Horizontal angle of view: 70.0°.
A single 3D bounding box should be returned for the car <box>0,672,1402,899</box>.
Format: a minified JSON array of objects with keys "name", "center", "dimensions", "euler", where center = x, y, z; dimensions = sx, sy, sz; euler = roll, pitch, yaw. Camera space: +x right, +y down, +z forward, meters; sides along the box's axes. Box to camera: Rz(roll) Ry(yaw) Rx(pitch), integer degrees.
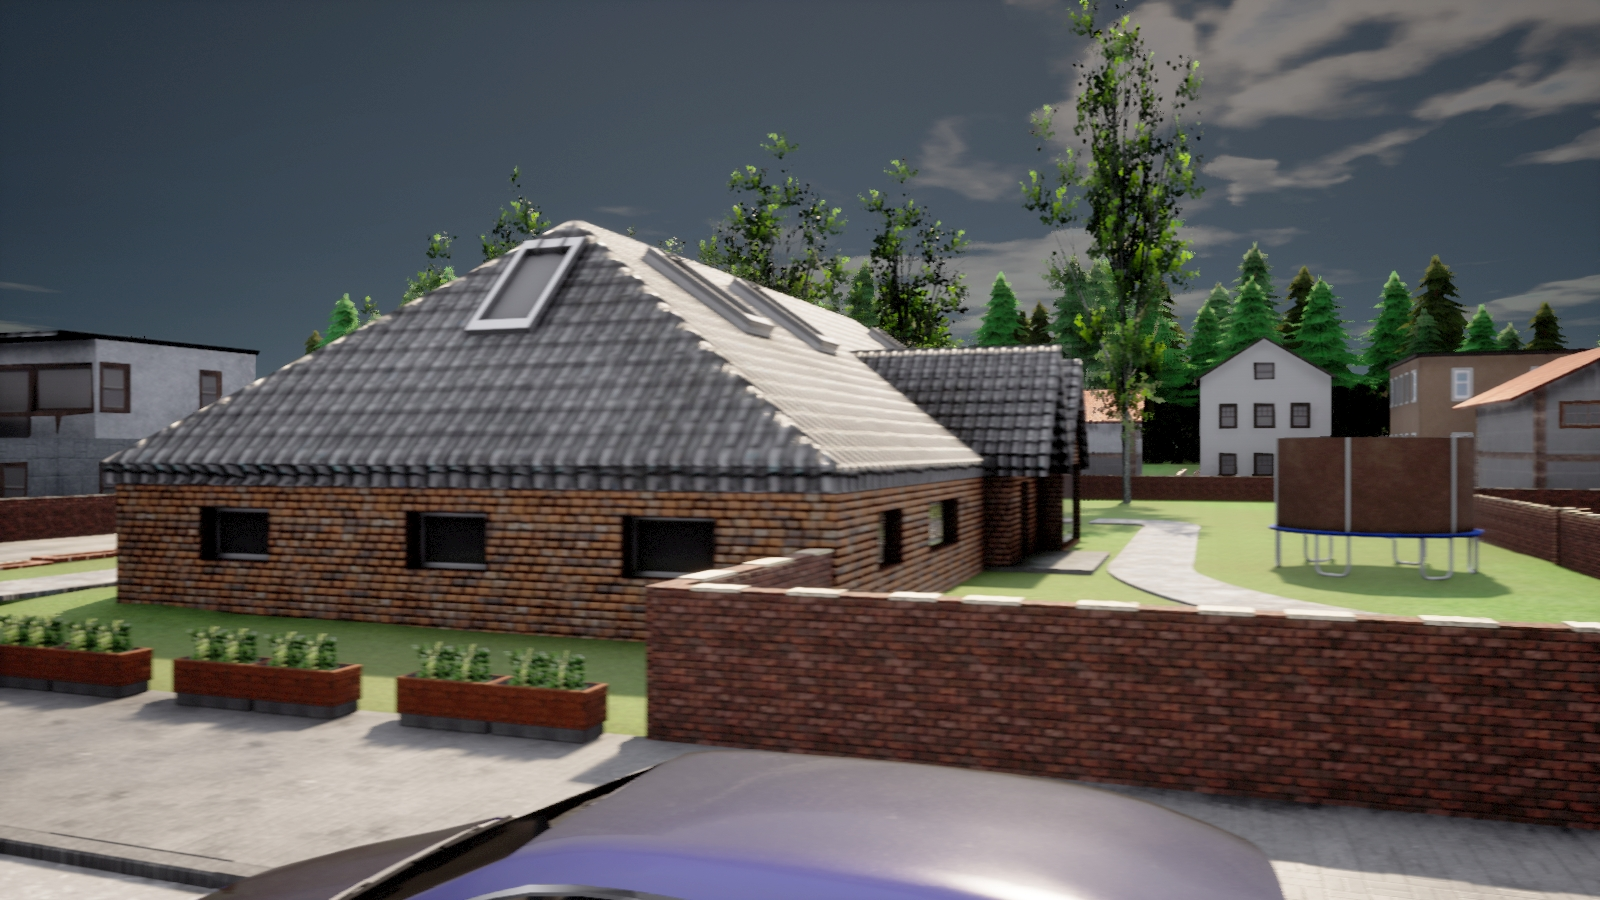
[{"name":"car","center":[-0.534,1.968,3.993],"dimensions":[4.611,1.667,2.242],"euler":[0,0,20]}]
